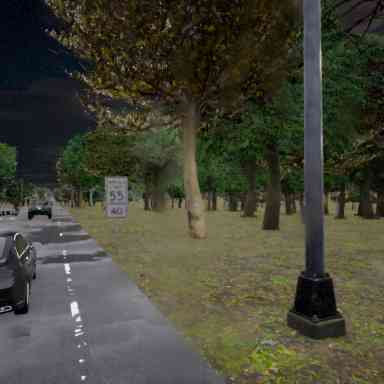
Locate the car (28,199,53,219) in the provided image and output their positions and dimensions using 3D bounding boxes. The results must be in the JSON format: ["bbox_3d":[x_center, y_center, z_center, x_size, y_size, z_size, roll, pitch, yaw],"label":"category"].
[{"bbox_3d":[-15.952,1.742,35.056,2.150,2.045,5.566,0,-1,-22],"label":"car"}]

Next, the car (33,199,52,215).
[{"bbox_3d":[-20.112,1.921,44.997,2.150,2.045,5.566,0,-1,-22],"label":"car"}]

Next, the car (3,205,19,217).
[{"bbox_3d":[-21.228,2.209,38.531,1.994,1.385,4.181,0,-1,-22],"label":"car"}]

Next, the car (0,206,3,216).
[{"bbox_3d":[-15.093,1.729,23.461,2.097,1.767,4.553,0,-1,-22],"label":"car"}]

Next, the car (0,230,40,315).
[{"bbox_3d":[-4.534,1.602,7.347,1.837,1.490,4.892,0,-1,-22],"label":"car"}]
